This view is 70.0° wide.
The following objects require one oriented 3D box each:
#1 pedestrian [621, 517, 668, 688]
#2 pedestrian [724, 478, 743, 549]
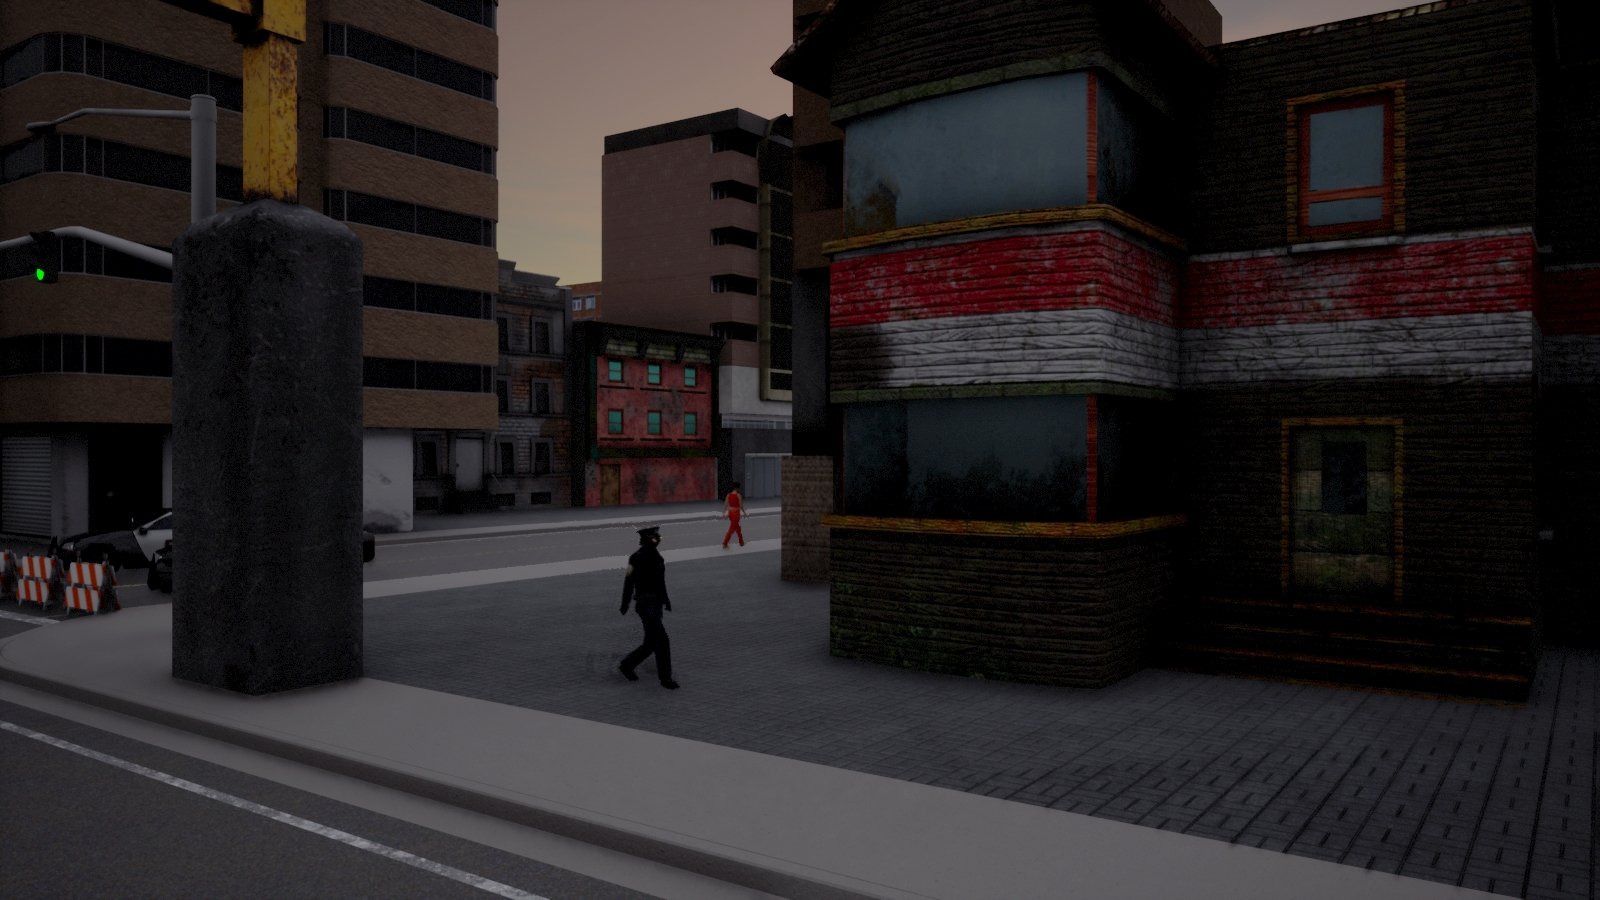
[{"bbox_3d":[-1.751,1.697,12.876,0.375,1.860,0.375,0,0,35],"label":"pedestrian"},{"bbox_3d":[-1.765,1.690,30.360,0.375,1.860,0.375,0,0,34],"label":"pedestrian"}]
